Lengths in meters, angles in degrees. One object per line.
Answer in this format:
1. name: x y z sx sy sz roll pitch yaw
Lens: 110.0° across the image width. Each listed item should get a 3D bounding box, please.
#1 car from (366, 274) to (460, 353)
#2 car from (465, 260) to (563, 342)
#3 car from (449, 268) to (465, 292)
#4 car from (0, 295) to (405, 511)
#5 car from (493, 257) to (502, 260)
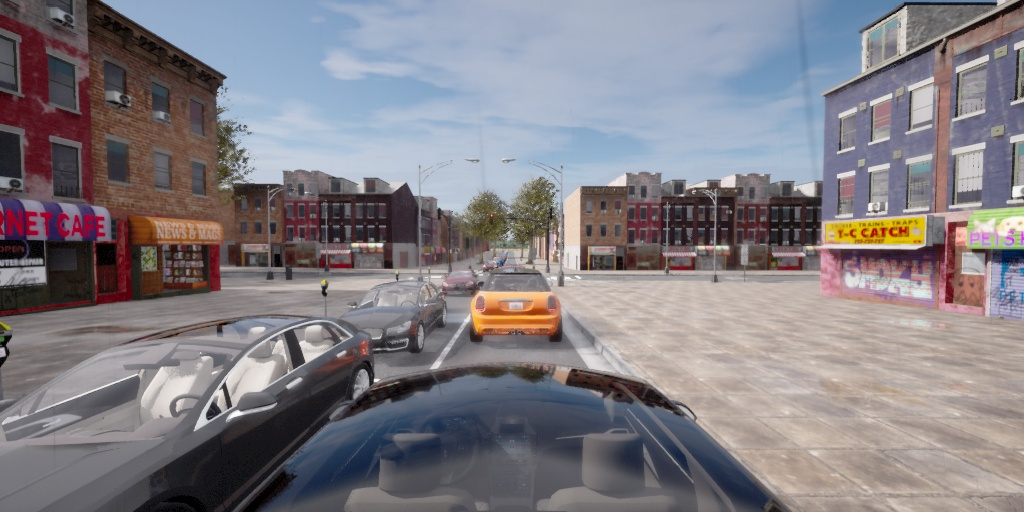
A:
1. car: -2.653 1.299 8.596 2.007 1.370 4.403 0 0 0
2. car: 0.085 1.101 9.905 2.097 1.767 4.553 0 0 0
3. car: -2.673 1.337 19.490 1.802 1.307 4.207 0 0 0
4. car: -2.643 1.300 3.147 2.007 1.370 4.403 0 0 0
5. car: -2.722 1.246 46.265 1.967 1.591 4.097 0 0 0
